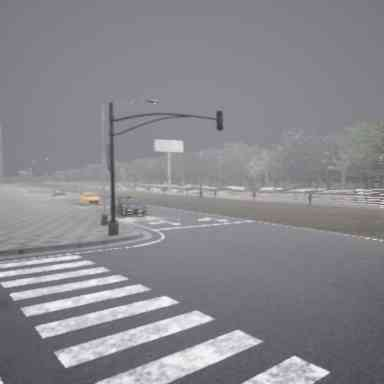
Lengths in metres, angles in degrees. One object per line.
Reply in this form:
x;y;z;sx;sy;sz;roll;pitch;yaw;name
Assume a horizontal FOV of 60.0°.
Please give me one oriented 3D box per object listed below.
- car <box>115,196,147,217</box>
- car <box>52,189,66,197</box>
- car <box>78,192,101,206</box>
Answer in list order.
-5.266;1.180;27.555;1.837;1.490;4.892;-2;4;-30;car
-24.807;0.181;61.952;1.994;1.385;4.181;-2;3;-30;car
-12.359;0.791;40.040;1.882;1.535;5.008;-2;3;-30;car
